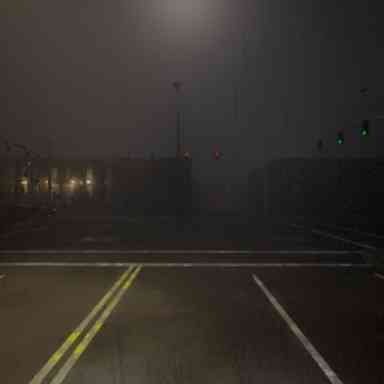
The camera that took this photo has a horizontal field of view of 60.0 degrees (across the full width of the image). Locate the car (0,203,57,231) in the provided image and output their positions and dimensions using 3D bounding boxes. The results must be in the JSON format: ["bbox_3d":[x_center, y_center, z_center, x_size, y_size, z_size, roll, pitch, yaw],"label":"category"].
[{"bbox_3d":[-10.941,1.402,20.831,4.674,1.442,1.812,-14,-1,0],"label":"car"}]
